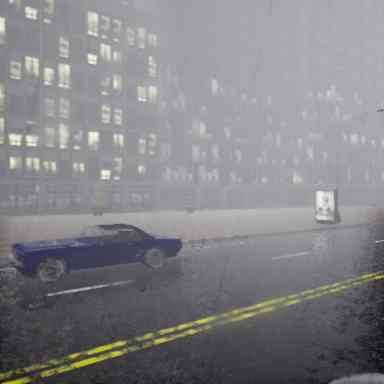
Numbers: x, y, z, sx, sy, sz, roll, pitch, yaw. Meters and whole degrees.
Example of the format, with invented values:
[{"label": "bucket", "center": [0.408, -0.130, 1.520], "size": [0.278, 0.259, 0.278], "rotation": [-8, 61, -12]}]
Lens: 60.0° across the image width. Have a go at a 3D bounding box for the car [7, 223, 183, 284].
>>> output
[{"label": "car", "center": [-2.699, 1.625, 9.742], "size": [4.718, 1.301, 1.895], "rotation": [0, 0, -35]}]
